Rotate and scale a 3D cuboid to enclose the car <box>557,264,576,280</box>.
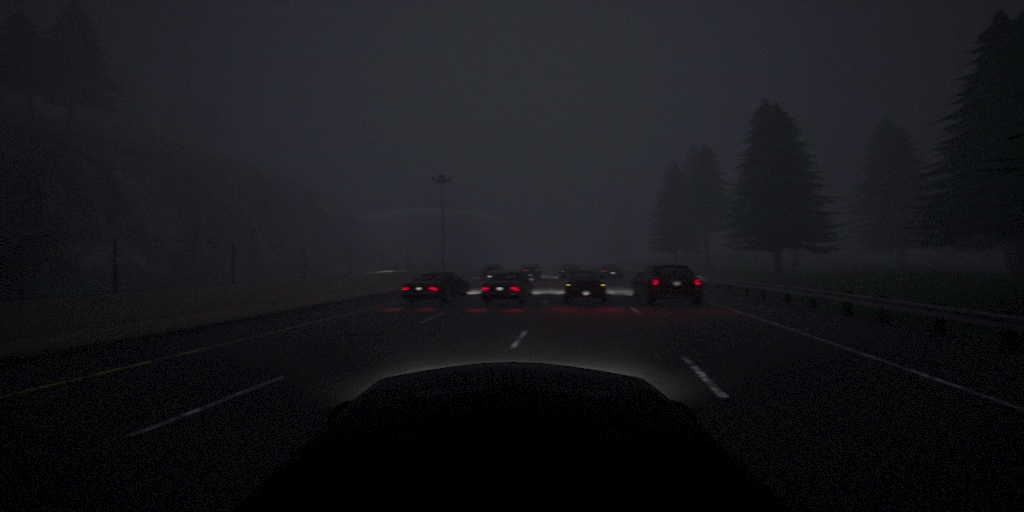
[{"bbox_3d":[5.252,1.433,32.830,1.812,1.442,4.674,-1,0,4],"label":"car"}]

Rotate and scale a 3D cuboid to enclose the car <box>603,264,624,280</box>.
[{"bbox_3d":[8.733,1.425,32.449,1.994,1.385,4.181,-1,0,5],"label":"car"}]

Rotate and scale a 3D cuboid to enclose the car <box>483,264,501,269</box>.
[{"bbox_3d":[-1.729,1.507,33.326,1.837,1.490,4.892,-1,0,4],"label":"car"}]

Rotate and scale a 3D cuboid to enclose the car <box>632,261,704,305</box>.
[{"bbox_3d":[6.807,1.118,16.185,2.097,1.767,4.553,-1,-1,9],"label":"car"}]

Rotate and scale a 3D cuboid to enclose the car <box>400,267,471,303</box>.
[{"bbox_3d":[-3.572,1.458,17.733,2.033,1.411,5.357,-1,0,9],"label":"car"}]

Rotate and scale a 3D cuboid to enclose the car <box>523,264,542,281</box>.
[{"bbox_3d":[1.759,1.446,33.046,2.128,1.511,4.902,-1,0,4],"label":"car"}]

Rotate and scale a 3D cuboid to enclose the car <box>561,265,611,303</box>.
[{"bbox_3d":[3.399,1.343,17.041,1.812,1.442,4.674,-1,0,9],"label":"car"}]

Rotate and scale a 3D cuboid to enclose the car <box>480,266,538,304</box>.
[{"bbox_3d":[-0.116,1.410,17.187,2.033,1.411,5.357,-1,0,9],"label":"car"}]
